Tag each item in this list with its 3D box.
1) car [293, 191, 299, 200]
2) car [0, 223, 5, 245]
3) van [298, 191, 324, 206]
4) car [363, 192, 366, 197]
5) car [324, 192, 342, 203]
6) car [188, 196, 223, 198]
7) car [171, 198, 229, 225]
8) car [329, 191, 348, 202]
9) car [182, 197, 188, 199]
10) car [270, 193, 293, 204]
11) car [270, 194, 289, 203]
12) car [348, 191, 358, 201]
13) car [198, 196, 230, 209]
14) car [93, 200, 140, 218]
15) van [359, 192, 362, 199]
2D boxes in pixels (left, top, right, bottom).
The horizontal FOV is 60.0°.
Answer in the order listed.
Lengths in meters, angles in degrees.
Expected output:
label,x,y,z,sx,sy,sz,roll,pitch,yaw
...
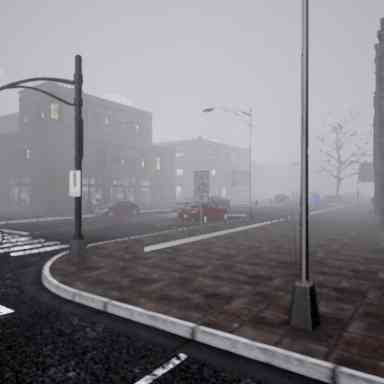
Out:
label,x,y,z,sx,sy,sz,roll,pitch,yaw
car,21.541,0.746,67.095,2.192,1.841,5.009,1,1,35
car,-8.398,1.395,11.257,1.882,1.535,5.008,-1,1,-3
van,15.872,0.953,44.146,1.690,1.788,3.998,1,1,35
car,37.859,0.900,75.974,1.887,1.381,4.507,1,1,35
car,22.153,1.103,53.242,1.947,1.339,4.313,1,1,35
car,2.087,1.189,34.386,2.128,1.511,4.902,0,1,35
car,0.842,1.337,22.393,1.887,1.381,4.507,1,1,35
car,25.294,1.045,57.788,1.887,1.381,4.507,1,1,35
car,-0.447,1.243,35.272,2.008,1.369,4.403,1,1,35
car,13.405,1.104,50.598,1.812,1.442,4.674,0,1,35
car,15.258,1.087,58.004,1.802,1.307,4.206,1,1,35
car,31.577,0.867,66.880,1.967,1.590,4.097,1,1,35
car,2.694,1.221,39.819,1.947,1.339,4.313,1,1,35
car,-6.054,1.342,27.157,1.802,1.307,4.206,1,1,35
van,34.718,0.732,71.425,1.690,1.788,3.998,1,1,35
